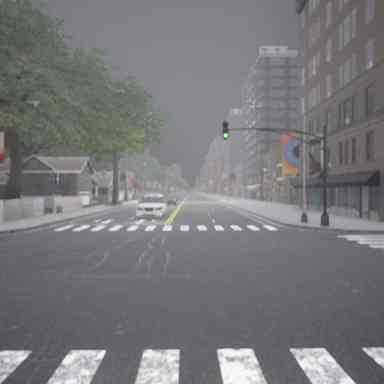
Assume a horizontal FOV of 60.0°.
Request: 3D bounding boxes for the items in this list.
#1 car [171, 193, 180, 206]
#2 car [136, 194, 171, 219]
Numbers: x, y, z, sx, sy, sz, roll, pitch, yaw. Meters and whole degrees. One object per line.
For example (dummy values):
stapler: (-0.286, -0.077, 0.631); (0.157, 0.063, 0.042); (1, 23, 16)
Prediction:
car: (-3.347, 1.100, 49.686); (2.097, 1.767, 4.553); (0, 0, 0)
car: (-3.302, 1.207, 28.193); (2.150, 2.045, 5.566); (0, 2, 0)
